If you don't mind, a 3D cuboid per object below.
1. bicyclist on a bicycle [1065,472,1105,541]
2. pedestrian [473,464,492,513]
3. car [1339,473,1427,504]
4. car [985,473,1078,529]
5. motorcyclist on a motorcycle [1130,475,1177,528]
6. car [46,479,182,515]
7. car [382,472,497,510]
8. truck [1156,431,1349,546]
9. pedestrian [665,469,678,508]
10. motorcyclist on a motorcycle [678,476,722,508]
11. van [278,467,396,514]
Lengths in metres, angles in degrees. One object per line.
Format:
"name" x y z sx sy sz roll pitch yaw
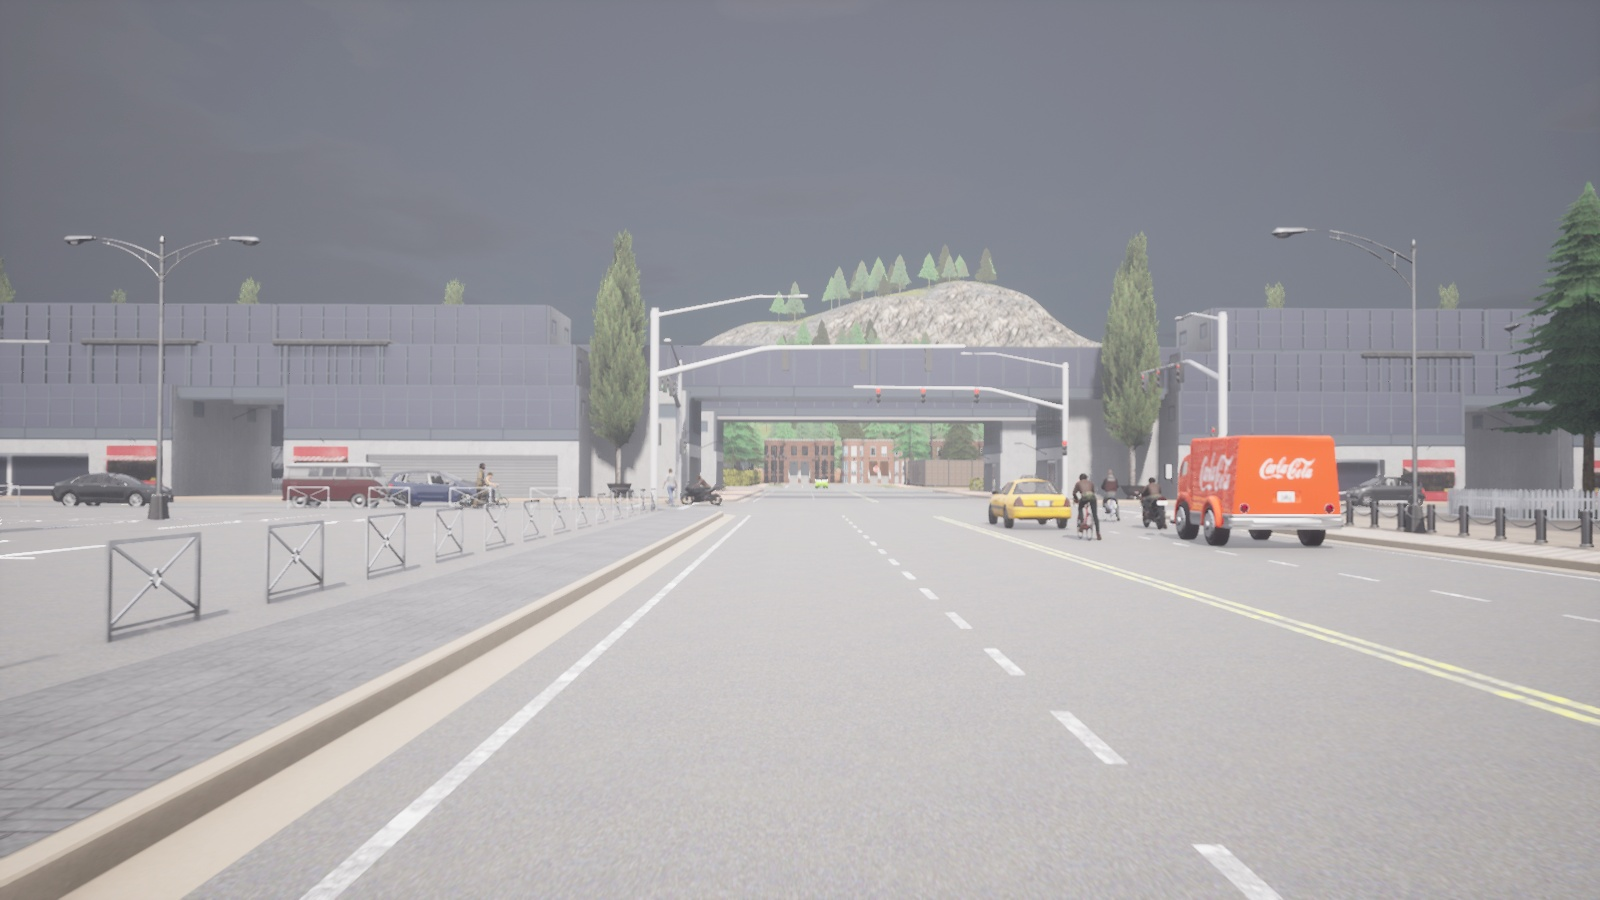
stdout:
"bicyclist on a bicycle" 6.925 1.352 30.572 0.582 1.620 1.656 0 -1 0
"pedestrian" -12.457 1.507 49.295 0.692 1.930 0.396 0 -1 -6
"car" 29.955 1.961 64.606 3.705 1.549 1.789 0 -1 0
"car" 6.907 1.486 38.035 1.801 1.575 5.366 0 -1 0
"motorcyclist on a motorcycle" 10.409 1.496 37.062 0.797 1.523 2.044 0 -1 0
"car" -29.637 2.023 54.342 4.892 1.490 1.837 0 -1 2
"car" -16.449 1.872 57.510 4.611 1.667 2.242 0 -1 1
"truck" 10.423 0.876 29.459 2.627 2.467 5.204 0 -1 0
"pedestrian" -6.042 1.798 58.920 0.354 1.836 0.706 0 -1 -31
"motorcyclist on a motorcycle" -4.842 2.031 60.907 2.044 1.523 0.797 0 -1 0
"van" -19.910 1.726 54.091 4.442 1.987 1.775 0 -1 1
